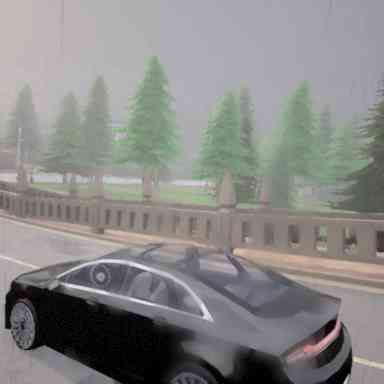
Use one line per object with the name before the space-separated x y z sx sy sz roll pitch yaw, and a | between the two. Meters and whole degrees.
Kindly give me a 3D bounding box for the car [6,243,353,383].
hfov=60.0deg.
car | -0.586 1.457 4.411 4.902 1.511 2.128 1 1 36
